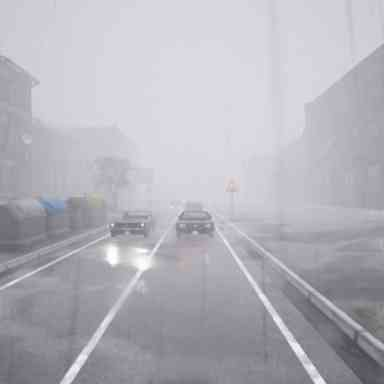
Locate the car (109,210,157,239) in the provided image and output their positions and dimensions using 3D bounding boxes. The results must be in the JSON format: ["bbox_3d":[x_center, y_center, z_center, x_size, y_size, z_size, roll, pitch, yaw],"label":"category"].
[{"bbox_3d":[-3.053,1.652,17.963,1.895,1.301,4.718,0,0,0],"label":"car"}]

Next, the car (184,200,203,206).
[{"bbox_3d":[0.210,1.589,36.326,1.882,1.535,5.008,0,-1,0],"label":"car"}]

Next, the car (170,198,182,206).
[{"bbox_3d":[-2.833,1.747,59.945,2.033,1.411,5.357,0,0,1],"label":"car"}]

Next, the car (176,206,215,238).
[{"bbox_3d":[0.157,1.652,18.057,1.895,1.301,4.718,0,0,0],"label":"car"}]
